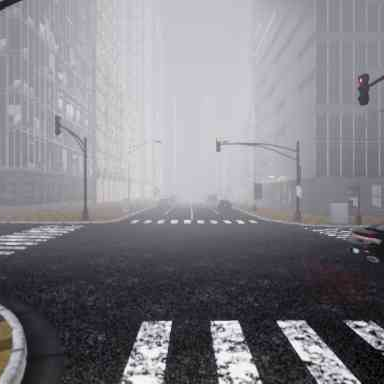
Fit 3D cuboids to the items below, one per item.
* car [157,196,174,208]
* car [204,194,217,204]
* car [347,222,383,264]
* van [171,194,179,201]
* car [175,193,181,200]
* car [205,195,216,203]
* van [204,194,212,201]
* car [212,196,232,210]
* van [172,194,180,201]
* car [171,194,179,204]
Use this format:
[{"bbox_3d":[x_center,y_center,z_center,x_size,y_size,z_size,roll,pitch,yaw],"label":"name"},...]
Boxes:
[{"bbox_3d":[-3.990,1.583,47.283,1.802,1.307,4.206,0,0,0],"label":"car"},{"bbox_3d":[3.833,1.299,63.892,2.192,1.841,5.009,0,0,0],"label":"car"},{"bbox_3d":[7.471,1.648,10.378,4.902,1.511,2.128,1,0,-3],"label":"car"},{"bbox_3d":[-4.105,1.304,80.448,1.690,1.788,3.998,0,0,0],"label":"van"},{"bbox_3d":[-4.086,1.410,74.921,1.967,1.590,4.097,0,0,0],"label":"car"},{"bbox_3d":[3.814,1.417,69.421,1.967,1.590,4.097,0,0,0],"label":"car"},{"bbox_3d":[3.775,1.304,80.476,1.690,1.788,3.998,0,0,0],"label":"van"},{"bbox_3d":[3.959,1.570,41.784,1.947,1.339,4.313,0,0,0],"label":"car"},{"bbox_3d":[-4.124,1.297,85.976,1.690,1.788,3.998,0,0,0],"label":"van"},{"bbox_3d":[-4.047,1.550,63.866,1.947,1.339,4.313,0,0,0],"label":"car"}]
